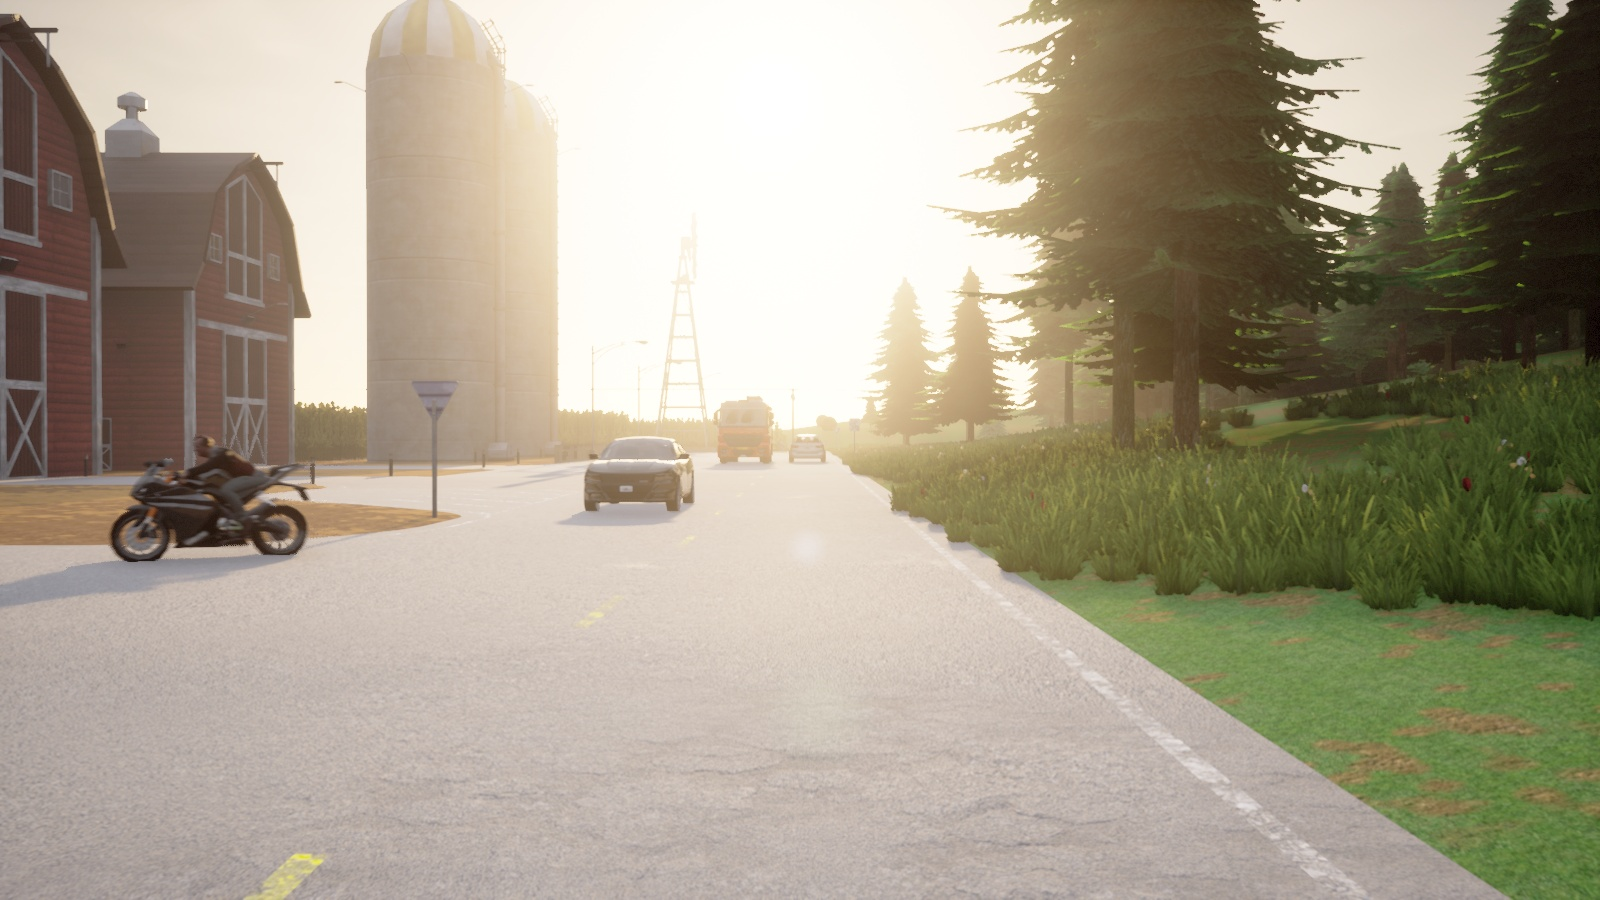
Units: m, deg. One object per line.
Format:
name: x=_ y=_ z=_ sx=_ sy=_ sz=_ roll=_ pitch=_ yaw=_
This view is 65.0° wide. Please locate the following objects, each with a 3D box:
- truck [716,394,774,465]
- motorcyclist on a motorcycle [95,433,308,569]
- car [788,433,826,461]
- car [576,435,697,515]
truck: x=-3.078 y=-1.165 z=72.326 sx=2.891 sy=3.827 sz=8.468 roll=0 pitch=1 yaw=0
motorcyclist on a motorcycle: x=-7.183 y=0.589 z=15.132 sx=2.191 sy=1.530 sz=0.866 roll=0 pitch=-1 yaw=-37
car: x=0.442 y=-0.191 z=75.934 sx=2.242 sy=1.667 sz=4.611 roll=0 pitch=1 yaw=0
car: x=-3.335 y=0.447 z=26.590 sx=1.882 sy=1.535 sz=5.008 roll=0 pitch=1 yaw=0
